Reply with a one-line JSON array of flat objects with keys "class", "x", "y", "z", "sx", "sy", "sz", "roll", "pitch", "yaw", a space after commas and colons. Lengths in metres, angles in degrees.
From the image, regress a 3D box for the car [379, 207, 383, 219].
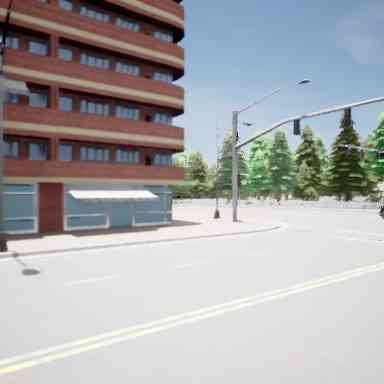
[{"class": "car", "x": 17.171, "y": 1.495, "z": 26.444, "sx": 2.128, "sy": 1.511, "sz": 4.902, "roll": 1, "pitch": 0, "yaw": -10}]
